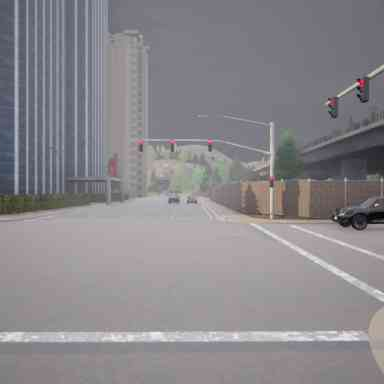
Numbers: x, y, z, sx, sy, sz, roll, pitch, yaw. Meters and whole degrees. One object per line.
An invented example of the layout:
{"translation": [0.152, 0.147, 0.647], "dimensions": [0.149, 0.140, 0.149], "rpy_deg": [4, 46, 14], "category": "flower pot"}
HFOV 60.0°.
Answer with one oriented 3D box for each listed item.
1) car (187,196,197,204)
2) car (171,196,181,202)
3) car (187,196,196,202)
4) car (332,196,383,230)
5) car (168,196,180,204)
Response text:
{"translation": [0.004, 1.564, 64.595], "dimensions": [1.994, 1.385, 4.181], "rpy_deg": [0, 0, 0], "category": "car"}
{"translation": [-3.609, 1.540, 74.416], "dimensions": [2.033, 1.411, 5.357], "rpy_deg": [0, 0, 0], "category": "car"}
{"translation": [-0.110, 1.595, 74.558], "dimensions": [1.895, 1.301, 4.718], "rpy_deg": [0, 0, 0], "category": "car"}
{"translation": [11.814, 1.277, 20.931], "dimensions": [5.566, 2.045, 2.150], "rpy_deg": [0, 0, 0], "category": "car"}
{"translation": [-3.497, 1.478, 64.199], "dimensions": [1.882, 1.535, 5.008], "rpy_deg": [0, 0, 0], "category": "car"}
